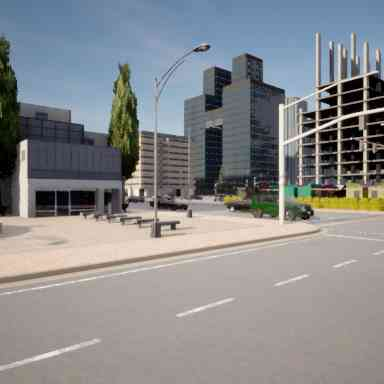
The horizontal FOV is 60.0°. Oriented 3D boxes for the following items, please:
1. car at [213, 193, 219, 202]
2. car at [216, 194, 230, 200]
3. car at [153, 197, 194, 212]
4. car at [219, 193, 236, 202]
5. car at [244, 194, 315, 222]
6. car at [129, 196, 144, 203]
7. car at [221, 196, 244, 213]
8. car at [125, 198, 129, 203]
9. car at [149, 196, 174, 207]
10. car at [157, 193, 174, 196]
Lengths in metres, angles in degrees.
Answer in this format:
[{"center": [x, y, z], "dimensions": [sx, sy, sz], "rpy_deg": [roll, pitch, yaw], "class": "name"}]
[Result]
[{"center": [6.165, 1.156, 69.992], "dimensions": [3.866, 1.878, 1.905], "rpy_deg": [0, 0, -40], "class": "car"}, {"center": [8.798, 1.395, 94.140], "dimensions": [3.806, 1.475, 1.970], "rpy_deg": [0, 0, -40], "class": "car"}, {"center": [-2.303, 1.600, 39.611], "dimensions": [1.895, 1.301, 4.718], "rpy_deg": [0, 0, -39], "class": "car"}, {"center": [8.003, 1.395, 67.756], "dimensions": [3.806, 1.475, 1.970], "rpy_deg": [0, 0, -40], "class": "car"}, {"center": [7.210, 1.221, 27.285], "dimensions": [2.150, 2.045, 5.566], "rpy_deg": [0, 0, -35], "class": "car"}, {"center": [-11.717, 1.491, 68.910], "dimensions": [2.128, 1.511, 4.902], "rpy_deg": [0, 0, -38], "class": "car"}, {"center": [5.775, 1.489, 34.996], "dimensions": [2.128, 1.511, 4.902], "rpy_deg": [0, 0, -38], "class": "car"}, {"center": [-15.228, 1.505, 67.713], "dimensions": [1.837, 1.490, 4.892], "rpy_deg": [0, 0, -38], "class": "car"}, {"center": [-4.191, 1.601, 47.692], "dimensions": [1.895, 1.301, 4.718], "rpy_deg": [0, 0, -38], "class": "car"}, {"center": [-6.380, 1.156, 85.082], "dimensions": [3.866, 1.878, 1.905], "rpy_deg": [0, 0, -40], "class": "car"}]
